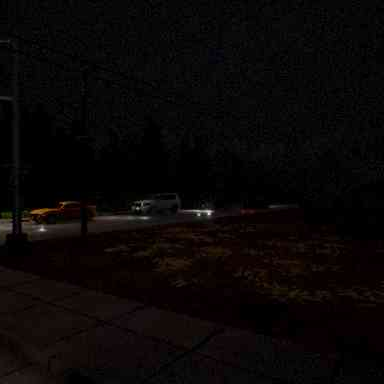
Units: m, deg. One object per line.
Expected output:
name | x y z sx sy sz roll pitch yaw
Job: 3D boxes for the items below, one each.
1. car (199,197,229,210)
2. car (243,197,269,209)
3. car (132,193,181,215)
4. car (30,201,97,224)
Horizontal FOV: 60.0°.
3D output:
car | 2.782 1.404 41.584 1.837 1.490 4.892 0 0 37
car | 8.305 1.359 42.856 2.128 1.511 4.902 0 0 37
car | -3.434 1.175 33.221 2.150 2.045 5.566 0 0 36
car | -9.541 1.485 24.975 1.882 1.535 5.008 0 0 37
